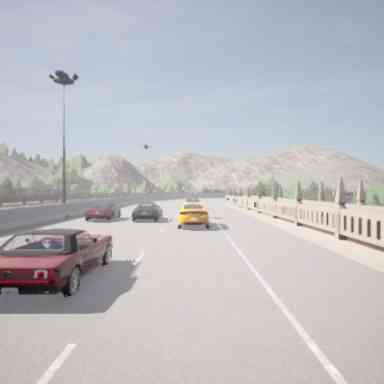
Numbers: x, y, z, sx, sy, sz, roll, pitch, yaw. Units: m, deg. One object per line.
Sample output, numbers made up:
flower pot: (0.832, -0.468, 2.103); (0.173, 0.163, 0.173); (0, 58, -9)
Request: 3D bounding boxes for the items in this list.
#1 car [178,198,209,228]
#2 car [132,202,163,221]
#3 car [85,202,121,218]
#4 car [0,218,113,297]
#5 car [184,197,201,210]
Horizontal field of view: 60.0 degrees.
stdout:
car: (0.098, 1.400, 21.574); (1.882, 1.535, 5.008); (0, 0, 0)
car: (-3.401, 1.471, 25.804); (1.994, 1.385, 4.181); (0, 0, 0)
car: (-6.902, 1.470, 26.159); (1.994, 1.385, 4.181); (0, 0, 0)
car: (-3.400, 1.570, 8.453); (1.895, 1.301, 4.718); (0, 0, 0)
car: (0.099, 1.415, 41.367); (1.994, 1.385, 4.181); (0, 0, 0)
